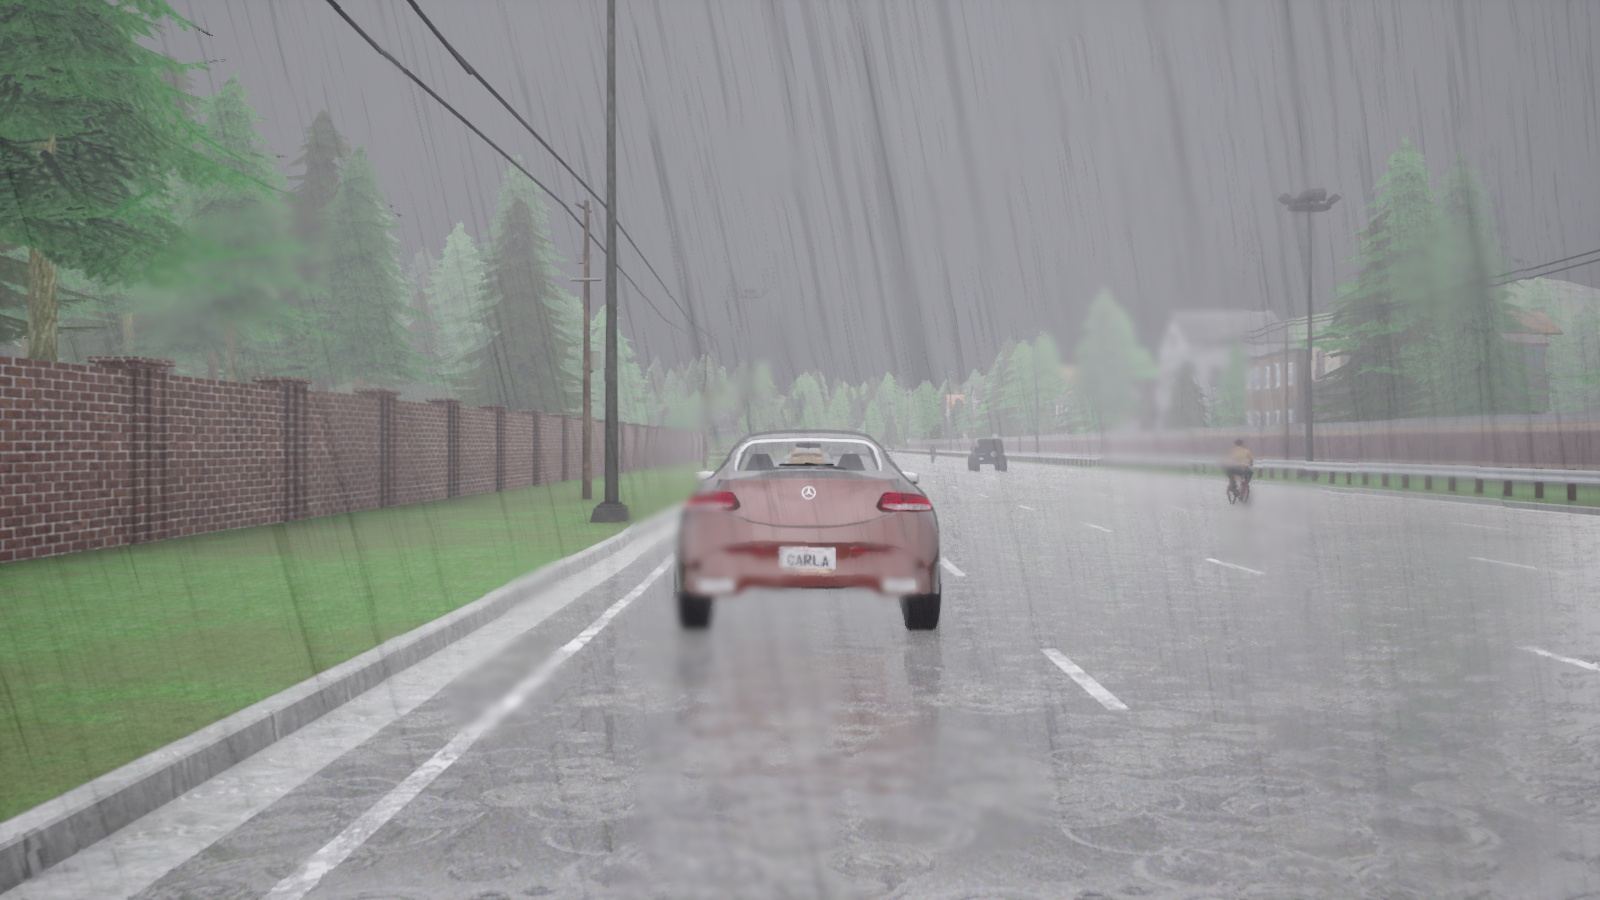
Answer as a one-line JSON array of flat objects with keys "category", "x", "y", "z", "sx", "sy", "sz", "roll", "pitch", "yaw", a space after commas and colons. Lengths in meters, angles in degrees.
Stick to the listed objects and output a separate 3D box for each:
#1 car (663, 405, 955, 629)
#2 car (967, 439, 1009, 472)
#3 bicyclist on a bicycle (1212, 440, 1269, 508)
[{"category": "car", "x": 0.079, "y": 0.485, "z": 11.780, "sx": 2.152, "sy": 1.651, "sz": 5.027, "roll": 0, "pitch": 0, "yaw": 0}, {"category": "car", "x": 10.912, "y": 0.299, "z": 73.233, "sx": 1.905, "sy": 1.878, "sz": 3.866, "roll": 0, "pitch": 0, "yaw": 0}, {"category": "bicyclist on a bicycle", "x": 10.680, "y": 0.589, "z": 30.501, "sx": 0.866, "sy": 1.612, "sz": 1.509, "roll": 0, "pitch": -1, "yaw": 0}]
